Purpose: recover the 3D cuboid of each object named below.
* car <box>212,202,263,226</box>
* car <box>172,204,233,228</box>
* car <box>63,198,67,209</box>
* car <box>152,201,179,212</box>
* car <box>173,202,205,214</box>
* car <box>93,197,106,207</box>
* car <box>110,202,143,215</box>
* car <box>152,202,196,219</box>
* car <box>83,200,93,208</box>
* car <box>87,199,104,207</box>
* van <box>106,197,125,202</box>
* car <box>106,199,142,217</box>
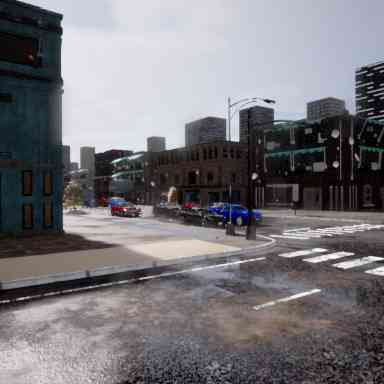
[{"bbox_3d":[3.209,1.692,25.697,1.882,1.535,5.008,-1,0,-36],"label":"car"},{"bbox_3d":[0.682,1.814,24.561,1.947,1.339,4.313,-2,0,-35],"label":"car"},{"bbox_3d":[-23.196,2.232,58.360,1.752,1.417,4.829,-1,0,-35],"label":"car"},{"bbox_3d":[-3.636,1.965,45.310,1.802,1.307,4.206,-2,0,-35],"label":"car"},{"bbox_3d":[-0.430,1.903,40.799,1.802,1.307,4.206,-2,0,-35],"label":"car"},{"bbox_3d":[-16.470,1.939,63.355,2.192,1.841,5.009,-1,0,-35],"label":"car"},{"bbox_3d":[-8.319,1.989,41.929,2.033,1.411,5.357,-1,0,-35],"label":"car"},{"bbox_3d":[-2.189,1.813,33.295,2.128,1.511,4.902,-1,0,-35],"label":"car"},{"bbox_3d":[-19.522,2.193,63.217,1.812,1.442,4.674,-1,0,-35],"label":"car"},{"bbox_3d":[-19.672,2.227,67.867,1.887,1.381,4.507,-1,0,-35],"label":"car"},{"bbox_3d":[-13.263,1.906,58.844,1.690,1.788,3.998,-1,0,-35],"label":"van"},{"bbox_3d":[-7.262,1.846,35.941,1.967,1.590,4.097,-1,0,-35],"label":"car"}]
